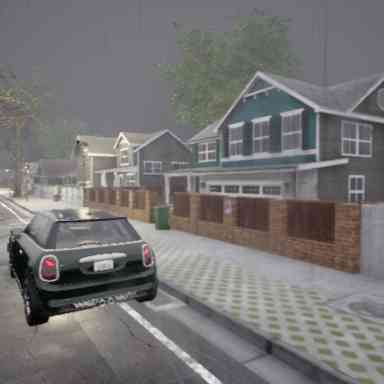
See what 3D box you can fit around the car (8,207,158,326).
[{"bbox_3d":[-2.543,1.110,7.008,2.097,1.767,4.553,-1,2,-33],"label":"car"}]
